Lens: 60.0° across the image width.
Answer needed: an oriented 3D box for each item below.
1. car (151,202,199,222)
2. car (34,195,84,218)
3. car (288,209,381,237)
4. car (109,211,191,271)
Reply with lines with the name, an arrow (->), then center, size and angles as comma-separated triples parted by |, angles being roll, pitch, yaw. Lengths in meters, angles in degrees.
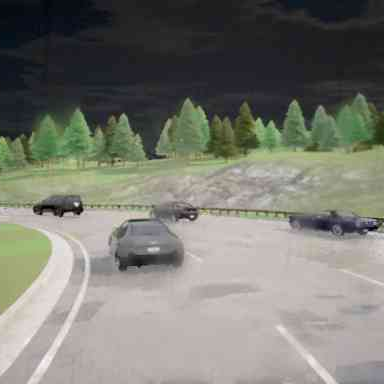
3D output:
car -> -1.480, 1.520, 25.823 | 1.837, 1.490, 4.892 | 2, -2, -38
car -> -12.795, 1.312, 31.886 | 5.566, 2.045, 2.150 | 0, -1, 33
car -> 7.343, 1.555, 17.827 | 1.895, 1.301, 4.718 | 0, 0, -24
car -> -1.668, 1.577, 11.210 | 1.994, 1.385, 4.181 | 0, 0, -17
